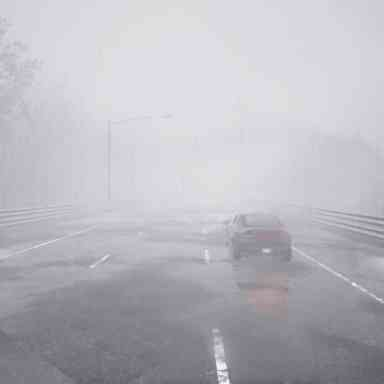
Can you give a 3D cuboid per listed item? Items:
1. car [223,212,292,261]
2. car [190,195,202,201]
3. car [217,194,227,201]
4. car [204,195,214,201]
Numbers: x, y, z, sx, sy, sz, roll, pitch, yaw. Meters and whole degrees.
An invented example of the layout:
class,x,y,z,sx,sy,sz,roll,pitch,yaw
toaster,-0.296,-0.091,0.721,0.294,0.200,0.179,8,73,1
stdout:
class,x,y,z,sx,sy,sz,roll,pitch,yaw
car,2.308,1.510,12.363,1.837,1.490,4.892,0,0,2
car,0.600,1.621,85.736,2.033,1.411,5.357,0,0,7
car,7.694,1.437,86.132,2.097,1.767,4.553,0,0,7
car,4.130,1.676,85.789,1.895,1.301,4.718,0,0,7
